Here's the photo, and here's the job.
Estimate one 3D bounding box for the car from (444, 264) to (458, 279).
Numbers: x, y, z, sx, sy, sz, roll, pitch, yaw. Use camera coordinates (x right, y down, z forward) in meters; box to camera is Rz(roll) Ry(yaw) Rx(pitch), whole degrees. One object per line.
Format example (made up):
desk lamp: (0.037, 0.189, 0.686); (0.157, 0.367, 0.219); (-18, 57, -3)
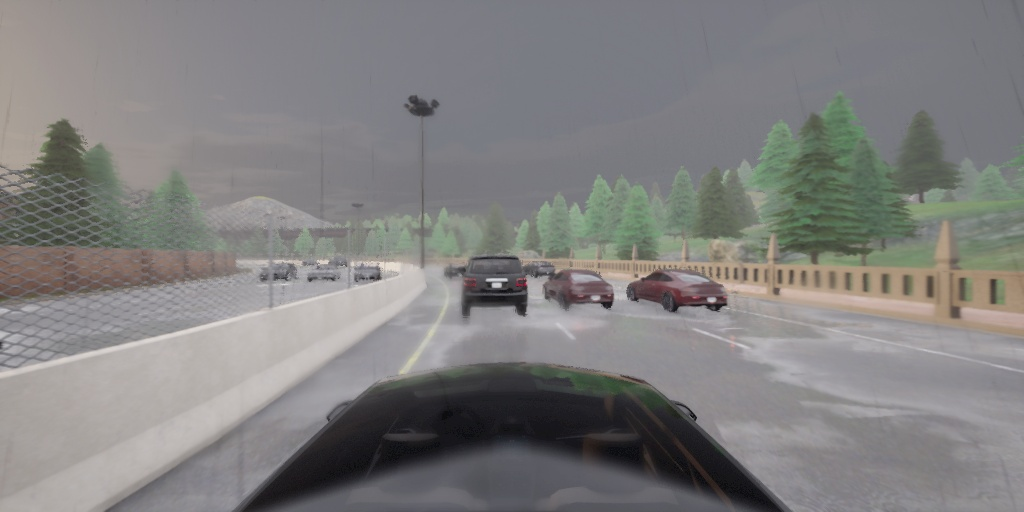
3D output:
car: (-5.039, 1.345, 32.517); (1.895, 1.301, 4.718); (0, 0, -18)

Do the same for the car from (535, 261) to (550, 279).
car: (2.345, 1.207, 32.147); (2.128, 1.511, 4.902); (0, 0, -16)

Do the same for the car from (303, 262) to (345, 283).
car: (-15.188, 1.388, 29.217); (1.895, 1.301, 4.718); (0, 0, -18)

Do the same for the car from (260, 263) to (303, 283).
car: (-18.970, 1.307, 29.445); (1.837, 1.490, 4.892); (0, 0, -20)

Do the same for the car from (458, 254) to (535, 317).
car: (-0.775, 0.965, 13.384); (2.150, 2.045, 5.566); (0, 0, -7)

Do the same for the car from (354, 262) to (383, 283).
car: (-11.455, 1.264, 28.861); (2.128, 1.511, 4.902); (0, 0, -18)

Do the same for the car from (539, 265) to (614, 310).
car: (2.553, 1.255, 14.450); (1.812, 1.442, 4.674); (0, 0, -7)

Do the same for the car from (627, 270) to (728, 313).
car: (6.147, 1.241, 13.815); (1.812, 1.442, 4.674); (0, 0, -7)
